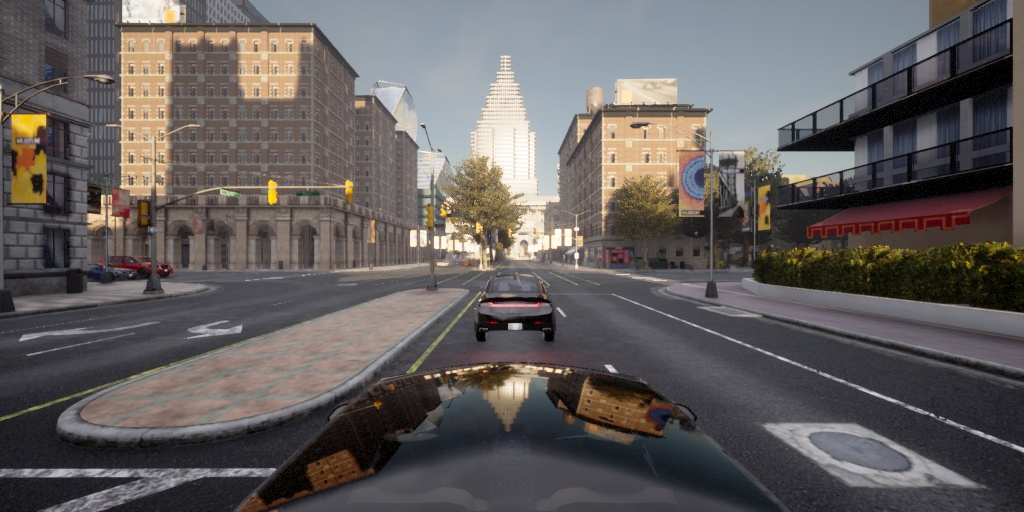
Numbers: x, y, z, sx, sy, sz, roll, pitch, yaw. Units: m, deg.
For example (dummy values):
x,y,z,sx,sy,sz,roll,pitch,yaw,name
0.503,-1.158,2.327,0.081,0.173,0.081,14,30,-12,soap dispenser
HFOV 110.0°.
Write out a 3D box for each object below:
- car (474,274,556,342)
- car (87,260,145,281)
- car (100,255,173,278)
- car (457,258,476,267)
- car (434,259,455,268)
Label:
x,y,z,sx,sy,sz,roll,pitch,yaw,name
0.080,1.242,9.827,2.128,1.511,4.902,0,0,0,car
-33.439,1.276,29.249,4.674,1.442,1.812,0,0,0,car
-34.439,0.971,32.738,5.566,2.045,2.150,0,0,-2,car
-8.033,1.227,63.872,1.882,1.535,5.008,0,0,0,car
-11.545,1.350,61.392,1.895,1.301,4.718,0,0,0,car
